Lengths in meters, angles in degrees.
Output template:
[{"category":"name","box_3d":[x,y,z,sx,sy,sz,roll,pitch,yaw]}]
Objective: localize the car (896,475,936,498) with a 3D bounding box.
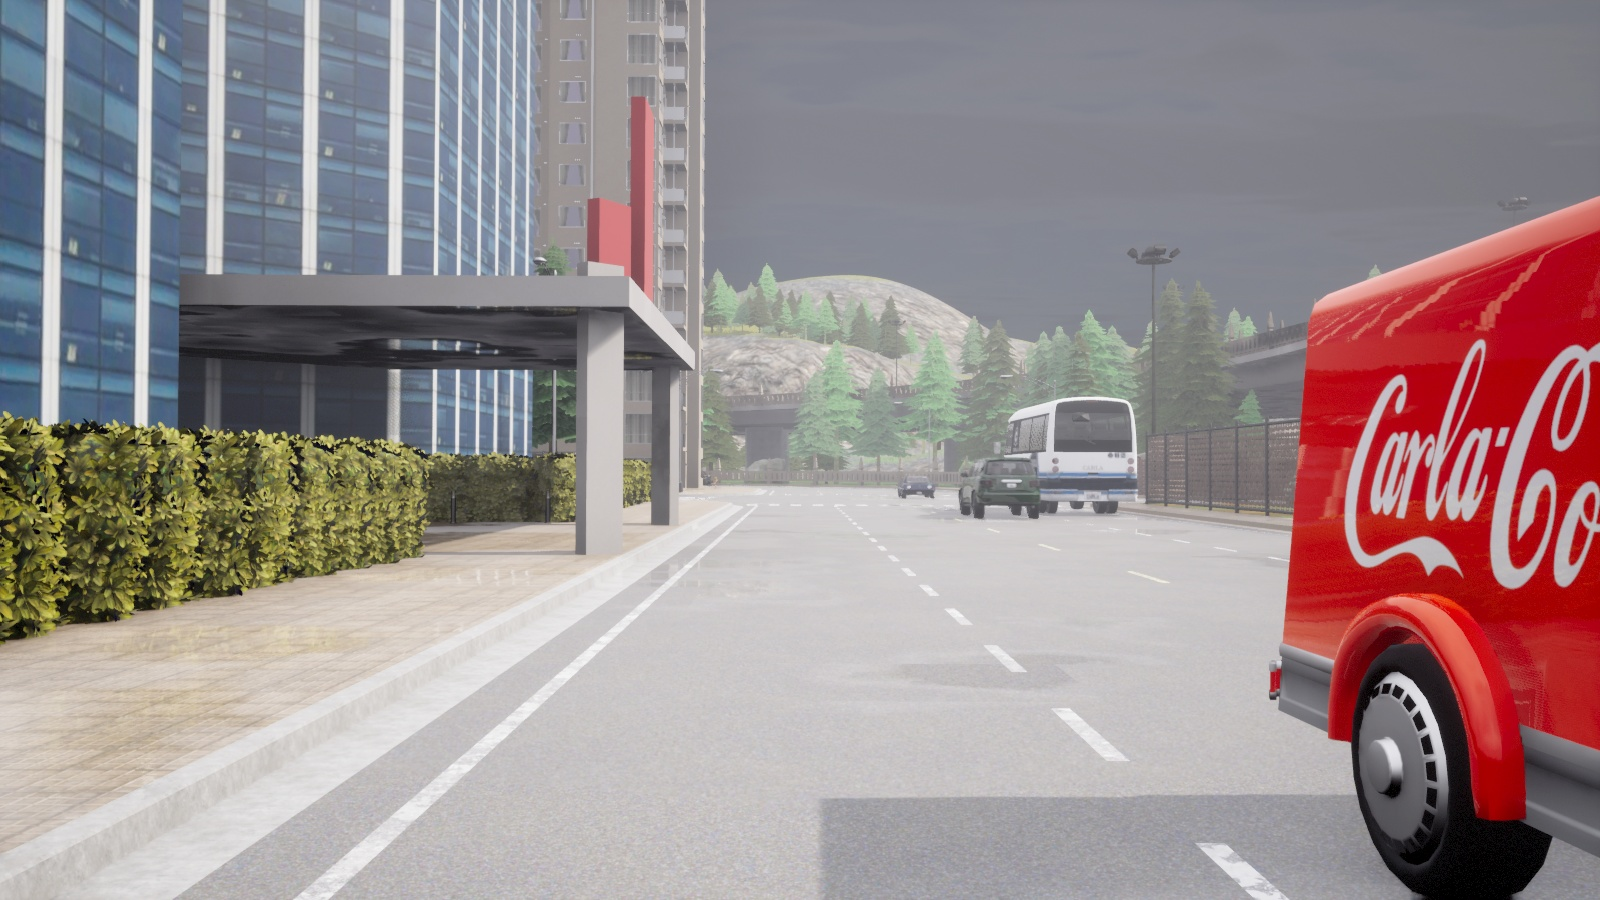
[{"category":"car","box_3d":[6.804,2.129,73.875,1.895,1.301,4.718,0,-1,0]}]

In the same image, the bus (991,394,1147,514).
[{"category":"bus","box_3d":[10.362,0.232,49.859,3.944,4.253,10.273,0,-1,0]}]

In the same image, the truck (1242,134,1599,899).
[{"category":"truck","box_3d":[3.488,0.373,3.519,2.627,2.467,5.204,0,-1,0]}]

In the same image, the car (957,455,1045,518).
[{"category":"car","box_3d":[6.882,1.236,43.589,2.150,2.045,5.566,0,-1,0]}]
